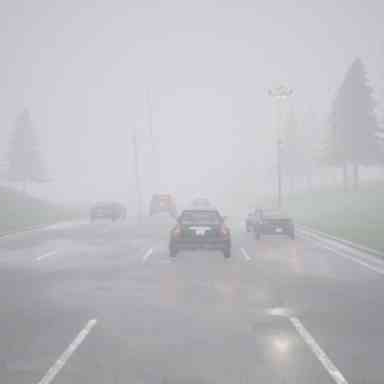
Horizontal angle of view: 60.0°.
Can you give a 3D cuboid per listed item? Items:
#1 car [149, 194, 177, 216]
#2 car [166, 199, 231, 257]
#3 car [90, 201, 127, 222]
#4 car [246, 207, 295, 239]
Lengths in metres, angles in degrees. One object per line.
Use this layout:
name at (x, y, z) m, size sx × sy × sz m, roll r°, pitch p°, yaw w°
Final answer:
car at (-2.659, 1.185, 31.535) m, size 2.150 × 2.045 × 5.566 m, roll 0°, pitch 0°, yaw 2°
car at (0.323, 1.339, 13.072) m, size 2.097 × 1.767 × 4.553 m, roll 0°, pitch 0°, yaw 1°
car at (-6.333, 1.454, 25.686) m, size 2.128 × 1.511 × 4.902 m, roll 0°, pitch 0°, yaw 2°
car at (3.921, 1.516, 17.065) m, size 1.812 × 1.442 × 4.674 m, roll 0°, pitch 0°, yaw 2°
